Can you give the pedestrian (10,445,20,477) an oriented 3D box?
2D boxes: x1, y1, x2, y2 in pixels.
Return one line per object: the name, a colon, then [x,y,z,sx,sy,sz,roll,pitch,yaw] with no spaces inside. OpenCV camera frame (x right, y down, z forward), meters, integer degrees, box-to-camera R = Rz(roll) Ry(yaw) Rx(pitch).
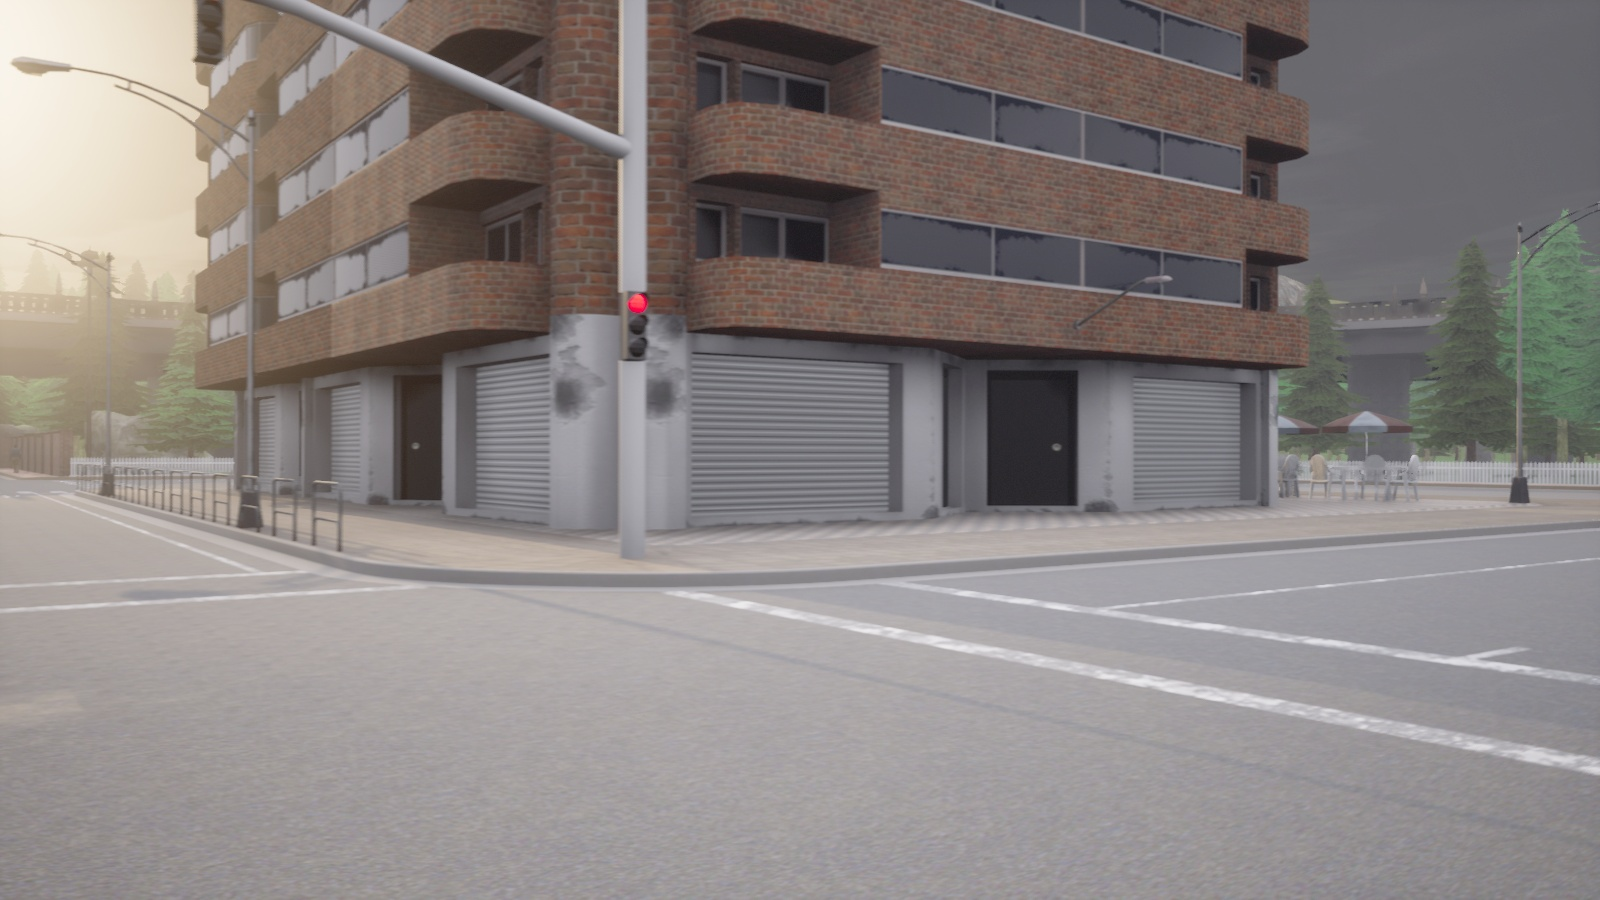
pedestrian: [-48.247,0.694,77.189,0.423,1.949,0.788,0,0,-37]
